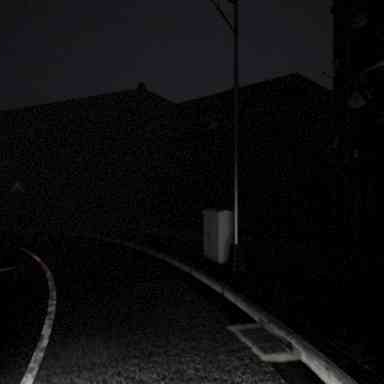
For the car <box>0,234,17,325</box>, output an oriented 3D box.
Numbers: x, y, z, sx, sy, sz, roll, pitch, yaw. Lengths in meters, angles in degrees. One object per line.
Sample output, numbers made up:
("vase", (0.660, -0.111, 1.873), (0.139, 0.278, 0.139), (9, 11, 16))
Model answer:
("car", (-4.287, 1.511, 5.867), (1.837, 1.490, 4.892), (1, 0, -23))
